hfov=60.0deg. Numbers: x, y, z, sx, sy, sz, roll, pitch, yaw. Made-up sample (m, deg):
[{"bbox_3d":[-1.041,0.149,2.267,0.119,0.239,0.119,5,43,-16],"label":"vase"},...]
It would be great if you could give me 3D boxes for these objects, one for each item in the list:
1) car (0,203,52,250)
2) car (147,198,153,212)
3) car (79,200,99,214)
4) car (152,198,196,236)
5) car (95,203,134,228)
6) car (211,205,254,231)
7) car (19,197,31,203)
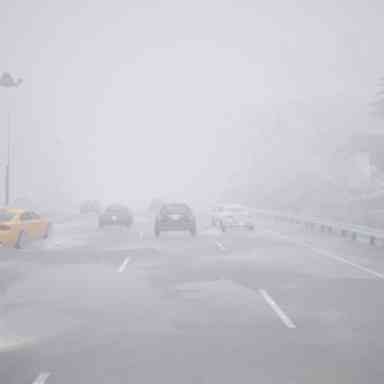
[{"bbox_3d":[-7.625,1.466,14.252,1.882,1.535,5.008,0,0,-5],"label":"car"},{"bbox_3d":[-3.908,1.439,37.395,1.837,1.490,4.892,0,0,-11],"label":"car"},{"bbox_3d":[-10.350,1.502,34.158,2.033,1.411,5.357,0,0,-11],"label":"car"},{"bbox_3d":[-1.011,1.317,18.563,2.097,1.767,4.553,0,0,-5],"label":"car"},{"bbox_3d":[-4.929,1.531,22.052,1.994,1.385,4.181,0,0,-7],"label":"car"},{"bbox_3d":[2.360,1.480,19.986,1.812,1.442,4.674,0,0,-6],"label":"car"},{"bbox_3d":[-25.187,1.449,49.645,2.128,1.511,4.902,0,0,-17],"label":"car"}]
